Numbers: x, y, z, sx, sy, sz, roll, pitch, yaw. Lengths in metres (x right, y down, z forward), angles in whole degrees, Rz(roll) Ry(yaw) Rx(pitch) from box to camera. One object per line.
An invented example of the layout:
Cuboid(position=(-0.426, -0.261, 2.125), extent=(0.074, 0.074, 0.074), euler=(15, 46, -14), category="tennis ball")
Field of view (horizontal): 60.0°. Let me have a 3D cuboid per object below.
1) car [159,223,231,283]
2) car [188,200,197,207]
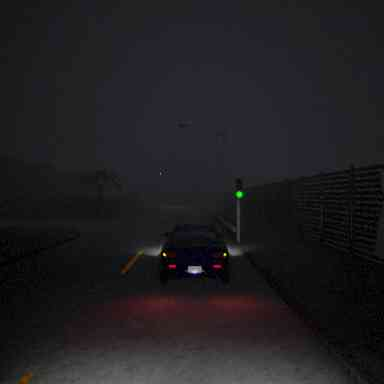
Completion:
Cuboid(position=(0.077, 1.651, 9.963), extent=(1.812, 1.442, 4.674), euler=(0, -1, 0), category="car")
Cuboid(position=(0.065, 2.361, 69.367), extent=(1.837, 1.490, 4.892), euler=(0, -1, 0), category="car")
